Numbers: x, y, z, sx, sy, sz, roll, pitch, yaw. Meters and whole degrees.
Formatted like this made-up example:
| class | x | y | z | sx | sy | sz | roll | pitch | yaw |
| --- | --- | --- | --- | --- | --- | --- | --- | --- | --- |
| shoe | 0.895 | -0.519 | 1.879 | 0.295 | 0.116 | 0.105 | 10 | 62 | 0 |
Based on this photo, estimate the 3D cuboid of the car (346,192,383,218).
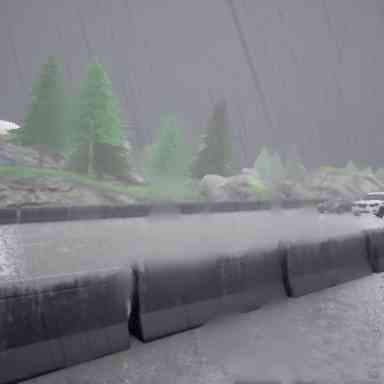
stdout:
| class | x | y | z | sx | sy | sz | roll | pitch | yaw |
| --- | --- | --- | --- | --- | --- | --- | --- | --- | --- |
| car | 15.787 | 1.041 | 28.126 | 5.566 | 2.045 | 2.150 | -1 | 0 | -35 |

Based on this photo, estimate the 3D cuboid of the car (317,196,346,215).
| class | x | y | z | sx | sy | sz | roll | pitch | yaw |
| --- | --- | --- | --- | --- | --- | --- | --- | --- | --- |
| car | 13.722 | 1.174 | 30.951 | 4.553 | 1.767 | 2.097 | 0 | 0 | -35 |

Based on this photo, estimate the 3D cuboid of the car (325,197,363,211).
| class | x | y | z | sx | sy | sz | roll | pitch | yaw |
| --- | --- | --- | --- | --- | --- | --- | --- | --- | --- |
| car | 17.353 | 1.304 | 37.837 | 4.674 | 1.442 | 1.812 | 0 | 0 | -35 |
